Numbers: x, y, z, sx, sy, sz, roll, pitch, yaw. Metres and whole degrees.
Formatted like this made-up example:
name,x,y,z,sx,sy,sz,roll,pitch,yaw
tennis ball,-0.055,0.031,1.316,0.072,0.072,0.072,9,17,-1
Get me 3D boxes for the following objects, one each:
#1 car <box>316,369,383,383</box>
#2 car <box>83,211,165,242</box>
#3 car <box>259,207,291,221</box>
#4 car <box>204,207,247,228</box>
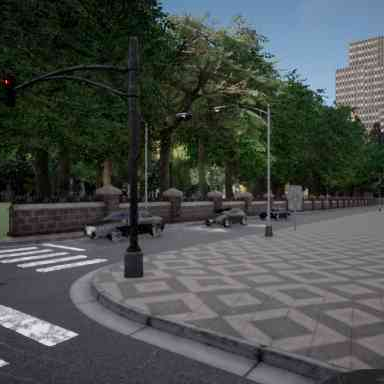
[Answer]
name,x,y,z,sx,sy,sz,roll,pitch,yaw
car,2.508,1.551,1.174,4.403,1.369,2.008,0,0,36
car,-3.542,1.786,18.243,2.128,1.511,4.902,0,-1,38
car,8.967,2.342,35.877,1.895,1.301,4.718,0,-1,35
car,2.834,2.024,27.198,1.837,1.490,4.892,0,-2,35
